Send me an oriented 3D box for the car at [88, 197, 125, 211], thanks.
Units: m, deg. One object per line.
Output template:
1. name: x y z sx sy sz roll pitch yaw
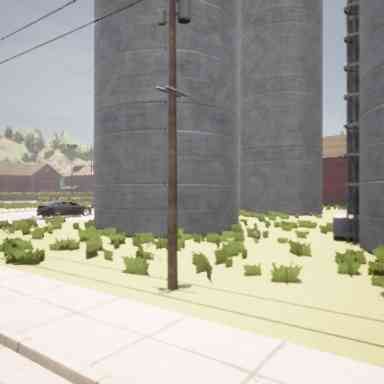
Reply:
1. car: -11.036 1.455 42.900 4.611 1.667 2.242 0 0 35

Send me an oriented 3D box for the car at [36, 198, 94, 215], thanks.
1. car: -11.088 1.485 29.183 1.837 1.490 4.892 0 0 35
